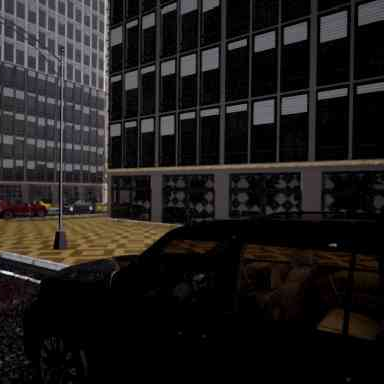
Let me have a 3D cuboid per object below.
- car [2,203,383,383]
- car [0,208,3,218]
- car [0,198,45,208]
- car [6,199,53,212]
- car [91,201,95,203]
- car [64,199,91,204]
[{"bbox_3d":[0.665,1.221,3.209,5.566,2.045,2.150,0,0,36],"label":"car"},{"bbox_3d":[-7.318,1.347,8.929,4.553,1.767,2.097,0,0,36],"label":"car"},{"bbox_3d":[-16.161,1.517,31.071,2.192,1.841,5.009,1,0,37],"label":"car"},{"bbox_3d":[-19.632,1.640,40.456,1.752,1.417,4.829,1,0,37],"label":"car"},{"bbox_3d":[-9.337,1.828,40.263,1.752,1.417,4.829,1,0,37],"label":"car"},{"bbox_3d":[-14.697,1.703,42.739,1.837,1.490,4.892,1,0,37],"label":"car"}]
